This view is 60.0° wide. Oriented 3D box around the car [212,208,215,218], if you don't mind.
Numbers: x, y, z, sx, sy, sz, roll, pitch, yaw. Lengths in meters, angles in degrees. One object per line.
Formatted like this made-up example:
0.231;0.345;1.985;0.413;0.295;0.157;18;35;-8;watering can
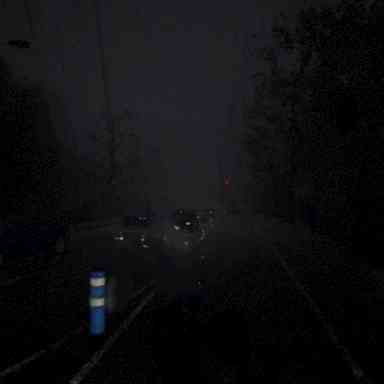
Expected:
1.846;2.561;42.270;1.895;1.301;4.718;1;-2;7;car

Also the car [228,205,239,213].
7.661;3.096;61.476;1.994;1.385;4.181;1;-1;7;car

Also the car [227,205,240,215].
6.511;2.864;51.672;1.994;1.385;4.181;1;-2;7;car

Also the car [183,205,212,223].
0.596;2.180;32.282;1.812;1.442;4.674;1;-2;7;car

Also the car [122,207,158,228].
-3.857;1.871;25.650;1.882;1.535;5.008;1;-1;8;car

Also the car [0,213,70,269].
-6.090;1.507;11.111;1.882;1.535;5.008;1;-1;12;car

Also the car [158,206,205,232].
-0.571;1.925;23.248;2.033;1.411;5.357;1;-2;8;car
